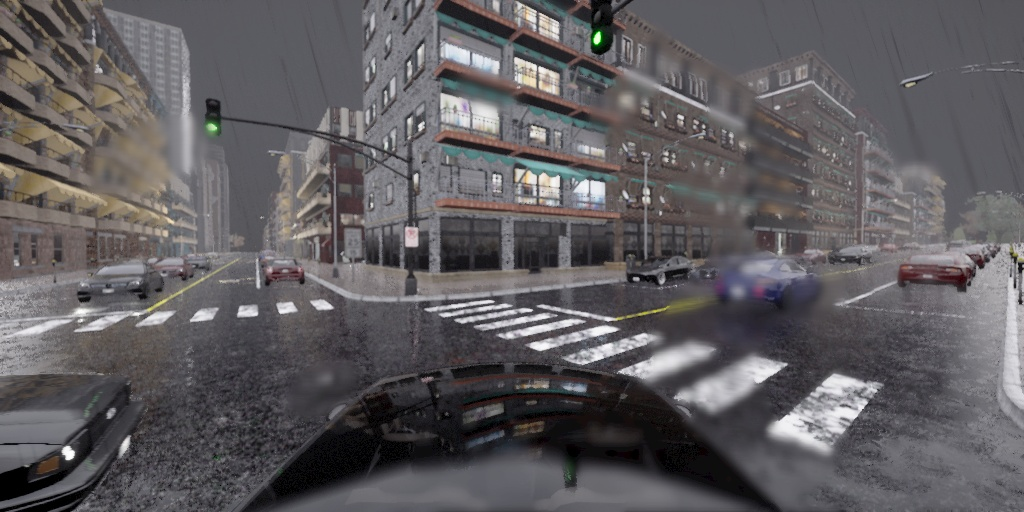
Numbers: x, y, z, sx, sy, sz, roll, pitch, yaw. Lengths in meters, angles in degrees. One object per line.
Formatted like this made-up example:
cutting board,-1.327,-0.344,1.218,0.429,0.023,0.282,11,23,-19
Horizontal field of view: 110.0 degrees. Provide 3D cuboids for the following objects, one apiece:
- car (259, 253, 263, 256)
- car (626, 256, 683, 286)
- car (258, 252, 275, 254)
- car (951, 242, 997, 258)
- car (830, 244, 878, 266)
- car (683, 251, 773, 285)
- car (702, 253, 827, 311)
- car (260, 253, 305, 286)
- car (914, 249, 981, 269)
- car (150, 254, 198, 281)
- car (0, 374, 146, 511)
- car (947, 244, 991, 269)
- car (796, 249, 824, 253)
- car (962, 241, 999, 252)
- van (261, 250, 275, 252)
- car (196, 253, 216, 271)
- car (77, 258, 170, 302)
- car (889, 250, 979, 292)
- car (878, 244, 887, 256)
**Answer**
car,-26.240,0.572,39.048,1.802,1.307,4.207,0,0,-35
car,7.665,0.658,18.286,4.313,1.339,1.948,0,0,-36
car,-29.450,0.482,43.555,1.802,1.307,4.207,0,0,-35
car,40.173,-0.227,31.174,4.403,1.370,2.007,0,0,-36
car,27.887,-0.057,29.421,5.008,1.535,1.882,-2,2,-35
car,10.182,0.657,16.737,4.181,1.385,1.994,-2,2,-36
car,8.319,0.790,11.578,4.674,1.442,1.812,-2,2,-36
car,-13.400,0.795,21.019,1.967,1.591,4.097,0,0,-35
car,21.795,0.457,17.960,4.207,1.307,1.802,0,0,-36
car,-22.293,0.836,23.515,1.812,1.442,4.674,-1,1,-35
car,-5.563,1.302,1.594,5.357,1.411,2.033,-1,1,-36
car,30.982,0.094,24.567,4.507,1.381,1.888,0,0,-36
car,26.121,0.022,31.394,4.207,1.307,1.802,0,0,-36
car,49.363,-0.663,37.780,4.097,1.591,1.967,0,0,-36
van,-32.660,0.151,48.062,1.690,1.789,3.998,0,0,-35
car,-29.105,0.679,33.111,1.994,1.385,4.181,-1,2,-35
car,-16.459,1.003,15.321,1.812,1.442,4.674,-1,1,-35
car,17.242,0.584,14.599,4.507,1.381,1.888,0,0,-36
car,44.502,-0.661,44.606,4.403,1.370,2.007,0,0,-36
